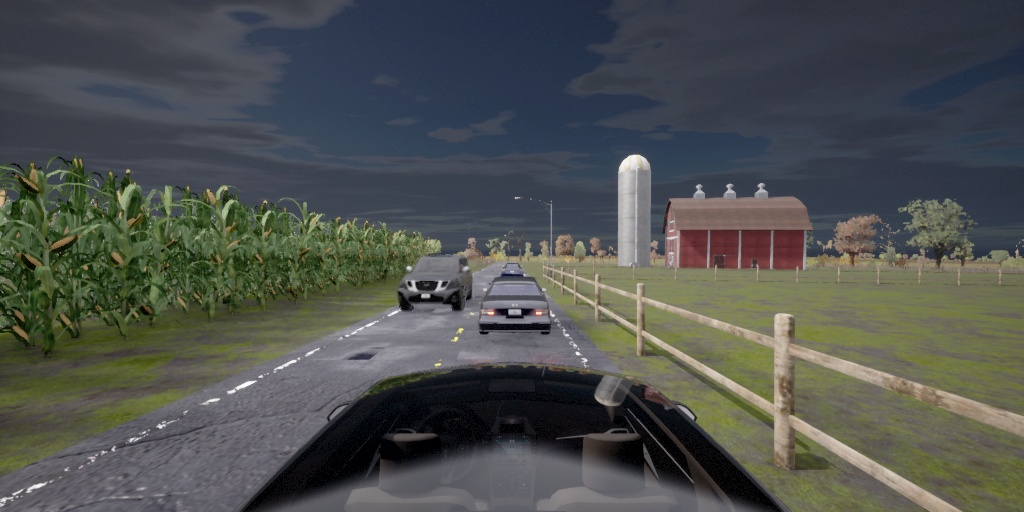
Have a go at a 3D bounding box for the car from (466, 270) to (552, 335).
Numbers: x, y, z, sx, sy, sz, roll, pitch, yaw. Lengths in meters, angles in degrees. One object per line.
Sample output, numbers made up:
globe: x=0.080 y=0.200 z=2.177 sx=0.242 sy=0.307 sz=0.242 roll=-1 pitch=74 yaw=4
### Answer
car: x=0.074 y=1.297 z=10.506 sx=2.033 sy=1.411 sz=5.357 roll=0 pitch=0 yaw=0

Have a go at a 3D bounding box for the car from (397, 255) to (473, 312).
car: x=-2.854 y=0.971 z=14.608 sx=2.150 sy=2.045 sz=5.566 roll=0 pitch=0 yaw=0

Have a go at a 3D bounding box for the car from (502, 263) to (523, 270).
car: x=0.043 y=1.319 z=32.732 sx=1.994 sy=1.385 sz=4.181 roll=0 pitch=0 yaw=0
